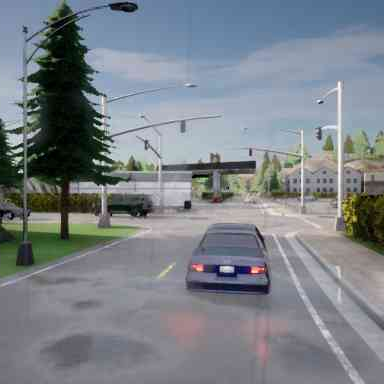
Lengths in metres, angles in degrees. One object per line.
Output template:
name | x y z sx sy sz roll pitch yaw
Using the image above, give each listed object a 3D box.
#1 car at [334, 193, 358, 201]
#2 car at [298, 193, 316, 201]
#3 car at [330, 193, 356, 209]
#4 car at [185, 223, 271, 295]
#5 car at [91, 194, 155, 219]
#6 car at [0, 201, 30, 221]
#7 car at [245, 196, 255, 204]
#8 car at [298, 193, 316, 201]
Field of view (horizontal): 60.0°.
car | 34.573 1.097 74.686 4.605 1.855 1.932 0 0 10
car | 27.402 1.077 79.301 3.866 1.878 1.905 0 0 10
car | 20.265 1.330 42.399 5.027 1.636 2.152 0 0 10
car | 1.095 1.547 8.929 2.033 1.411 5.357 0 0 10
car | -6.059 1.221 29.336 5.566 2.045 2.150 0 0 10
car | -15.735 1.491 27.255 4.902 1.511 2.128 0 0 10
car | 11.235 1.526 64.808 1.812 1.442 4.674 0 0 10
car | 26.218 1.361 76.135 3.806 1.475 1.970 0 0 10
